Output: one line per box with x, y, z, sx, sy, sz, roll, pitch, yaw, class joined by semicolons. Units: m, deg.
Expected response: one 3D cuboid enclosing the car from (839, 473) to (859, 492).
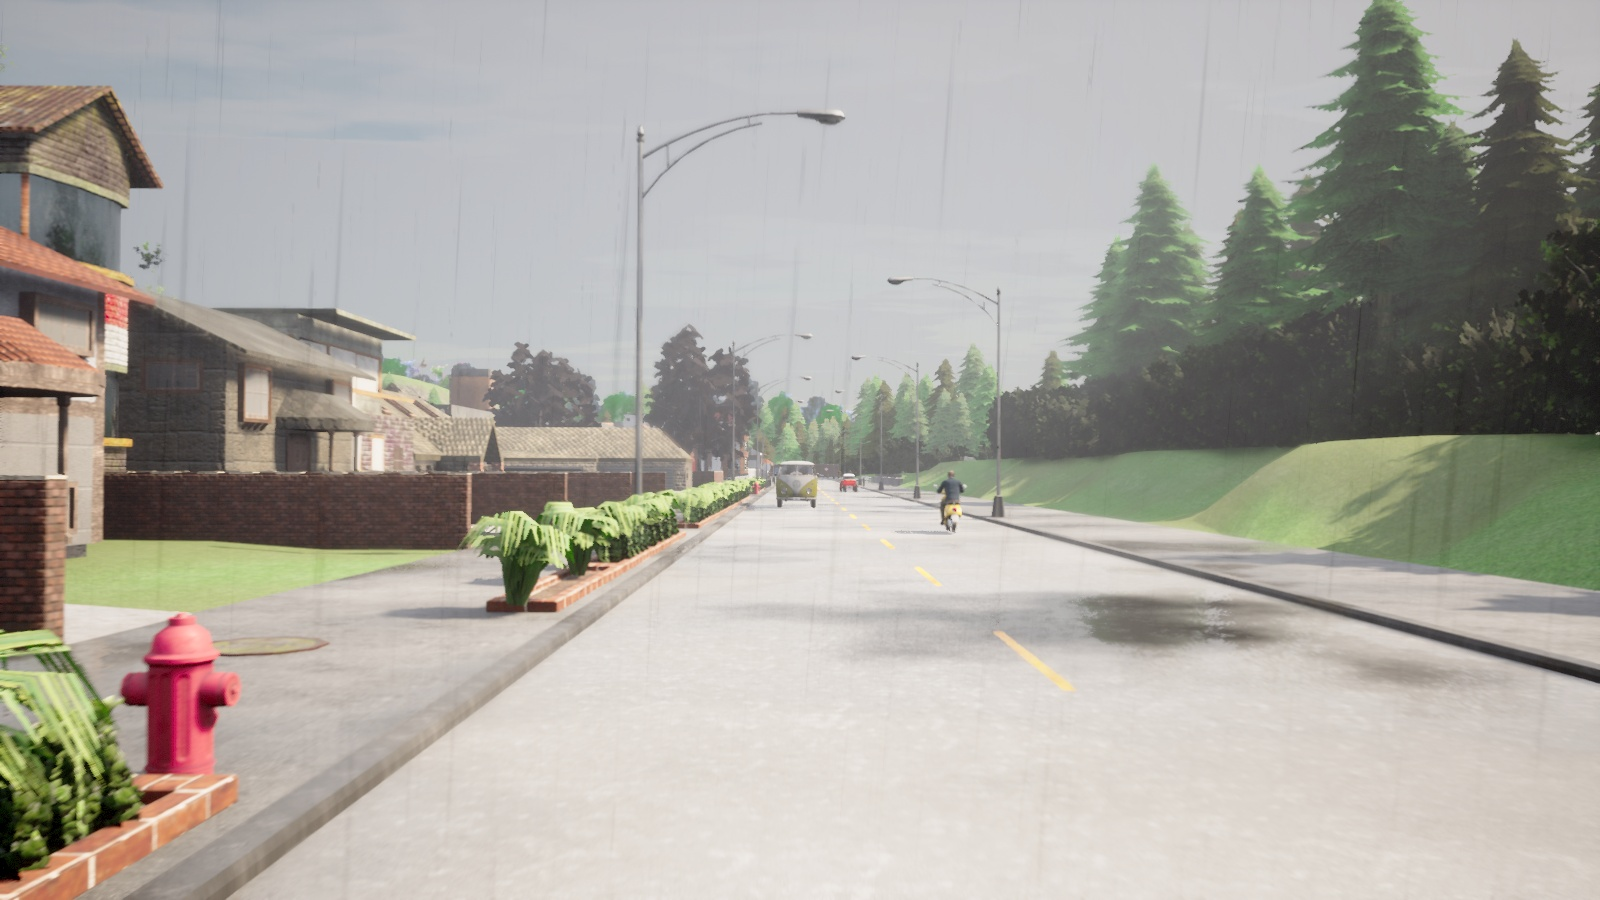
3.740;2.462;96.009;1.481;1.376;2.207;0;-1;0;car

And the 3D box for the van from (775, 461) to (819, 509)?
-0.132;1.472;54.033;1.775;1.987;4.442;0;-1;0;van

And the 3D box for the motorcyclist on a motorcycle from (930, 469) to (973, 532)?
3.921;1.299;32.634;0.866;1.590;1.817;0;-1;0;motorcyclist on a motorcycle
